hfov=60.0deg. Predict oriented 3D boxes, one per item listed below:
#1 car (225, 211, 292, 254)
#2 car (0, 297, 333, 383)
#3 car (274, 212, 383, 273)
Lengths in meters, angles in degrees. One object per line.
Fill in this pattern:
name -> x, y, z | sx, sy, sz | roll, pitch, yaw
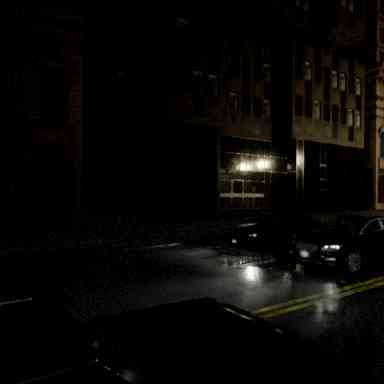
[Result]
car -> 3.506, 1.521, 13.482 | 4.674, 1.442, 1.812 | 0, 0, -33
car -> -1.072, 1.600, 2.555 | 4.718, 1.301, 1.895 | 0, 0, -33
car -> 5.240, 1.487, 10.734 | 4.902, 1.511, 2.128 | 0, 0, -33
